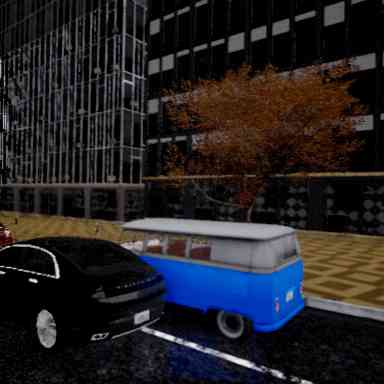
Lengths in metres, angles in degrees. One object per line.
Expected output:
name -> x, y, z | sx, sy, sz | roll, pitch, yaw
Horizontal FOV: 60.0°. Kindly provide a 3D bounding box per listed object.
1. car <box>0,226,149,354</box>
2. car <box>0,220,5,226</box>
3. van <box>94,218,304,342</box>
car -> -2.674, 1.605, 6.345 | 4.892, 1.490, 1.837 | 0, -1, 37
car -> -7.591, 1.613, 9.851 | 5.008, 1.535, 1.882 | -1, -1, 39
van -> 0.091, 1.459, 6.495 | 3.998, 1.788, 1.690 | 0, 0, 37
